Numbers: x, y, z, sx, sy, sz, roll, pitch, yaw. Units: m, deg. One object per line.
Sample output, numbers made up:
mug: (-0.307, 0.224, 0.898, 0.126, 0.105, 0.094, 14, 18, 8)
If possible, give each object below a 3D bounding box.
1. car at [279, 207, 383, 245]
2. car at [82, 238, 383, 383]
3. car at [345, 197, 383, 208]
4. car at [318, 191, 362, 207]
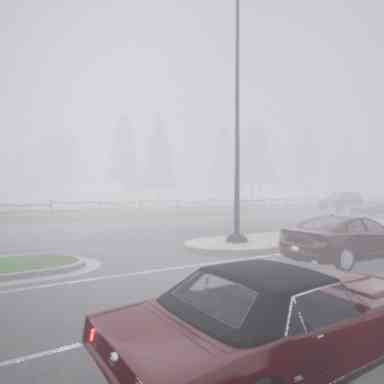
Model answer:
car: (5.042, 1.458, 10.782, 5.008, 1.535, 1.882, 0, 0, -32)
car: (1.205, 1.590, 4.294, 4.718, 1.301, 1.895, 0, 0, -33)
car: (17.405, 1.499, 31.776, 5.357, 1.411, 2.033, 0, 0, -31)
car: (15.639, 0.881, 34.795, 5.566, 2.045, 2.150, 0, 0, -31)
